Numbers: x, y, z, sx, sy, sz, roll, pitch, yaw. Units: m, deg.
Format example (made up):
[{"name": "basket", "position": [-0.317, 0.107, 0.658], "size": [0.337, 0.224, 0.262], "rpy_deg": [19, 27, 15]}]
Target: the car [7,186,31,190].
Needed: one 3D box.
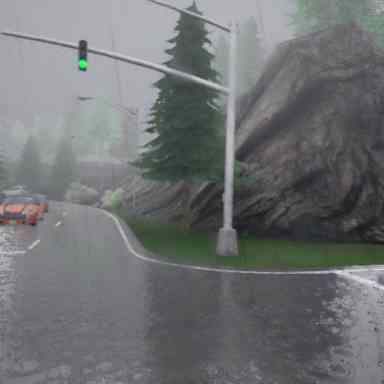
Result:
[{"name": "car", "position": [-27.423, 0.109, 52.174], "size": [5.566, 2.045, 2.150], "rpy_deg": [2, 0, 31]}]

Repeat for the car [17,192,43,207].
[{"name": "car", "position": [-18.135, 0.811, 37.172], "size": [1.994, 1.385, 4.181], "rpy_deg": [1, 0, -34]}]

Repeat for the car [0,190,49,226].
[{"name": "car", "position": [-9.894, 0.947, 19.279], "size": [2.097, 1.767, 4.553], "rpy_deg": [2, 0, -17]}]

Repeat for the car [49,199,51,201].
[{"name": "car", "position": [-13.285, 0.945, 28.520], "size": [1.837, 1.490, 4.892], "rpy_deg": [1, 0, -24]}]
